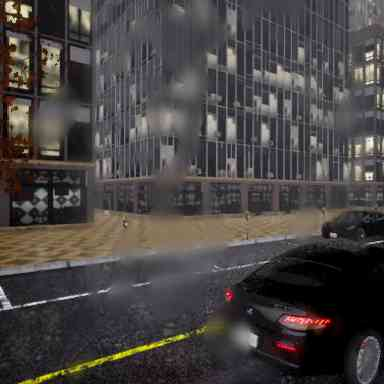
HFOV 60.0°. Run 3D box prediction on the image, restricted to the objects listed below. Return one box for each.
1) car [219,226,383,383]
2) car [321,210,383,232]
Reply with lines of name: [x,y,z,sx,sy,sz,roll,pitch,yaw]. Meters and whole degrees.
car: [2.521,1.525,5.232,4.674,1.442,1.812,0,0,-36]
car: [8.140,1.563,16.226,4.313,1.339,1.947,0,0,-36]
